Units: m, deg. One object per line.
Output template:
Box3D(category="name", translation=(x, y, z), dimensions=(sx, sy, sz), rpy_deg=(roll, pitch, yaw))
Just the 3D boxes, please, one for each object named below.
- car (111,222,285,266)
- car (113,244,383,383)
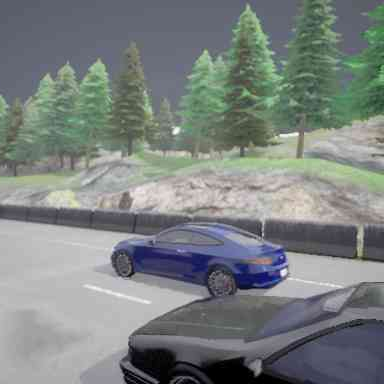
Box3D(category="car", translation=(0.045, 1.488, 8.257), dimensions=(4.674, 1.442, 1.812), rpy_deg=(1, 0, 36))
Box3D(category="car", translation=(1.847, 1.547, 2.667), dimensions=(5.357, 1.411, 2.033), rpy_deg=(0, 0, 36))
